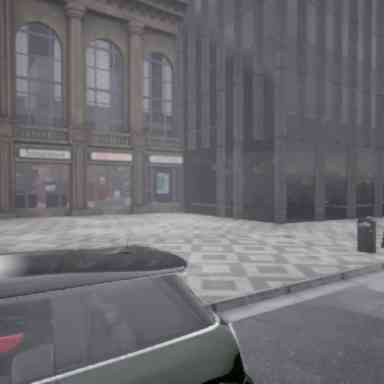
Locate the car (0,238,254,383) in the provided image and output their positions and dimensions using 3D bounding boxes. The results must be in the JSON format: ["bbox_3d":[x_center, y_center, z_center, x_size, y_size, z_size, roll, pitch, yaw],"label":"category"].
[{"bbox_3d":[-1.779,1.293,2.225,4.553,1.767,2.097,0,1,-33],"label":"car"}]
